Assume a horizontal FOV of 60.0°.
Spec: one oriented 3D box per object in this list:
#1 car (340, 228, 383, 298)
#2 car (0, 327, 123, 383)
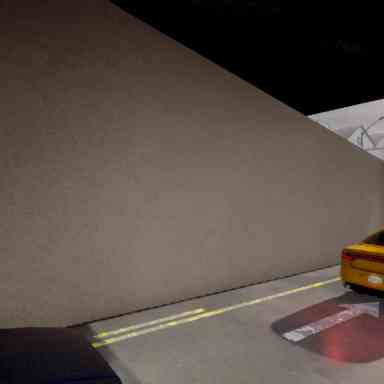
[{"bbox_3d":[5.431,1.478,7.636,5.008,1.535,1.882,0,0,-35],"label":"car"},{"bbox_3d":[-2.980,1.547,1.661,5.357,1.411,2.033,0,0,-35],"label":"car"}]
